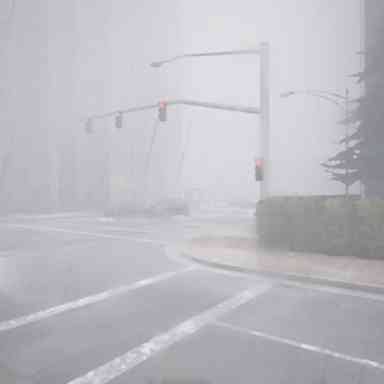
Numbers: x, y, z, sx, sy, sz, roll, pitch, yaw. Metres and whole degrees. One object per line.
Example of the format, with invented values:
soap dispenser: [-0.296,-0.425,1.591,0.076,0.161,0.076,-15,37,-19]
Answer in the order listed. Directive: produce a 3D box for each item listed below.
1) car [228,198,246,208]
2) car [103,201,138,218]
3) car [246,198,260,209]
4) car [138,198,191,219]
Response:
car: [6.809,1.545,47.300,1.994,1.385,4.181,0,0,36]
car: [-5.904,1.544,29.918,1.994,1.385,4.181,0,0,36]
car: [9.686,1.462,45.305,1.882,1.535,5.008,0,0,36]
car: [-2.108,1.339,29.188,2.097,1.767,4.553,0,0,36]
